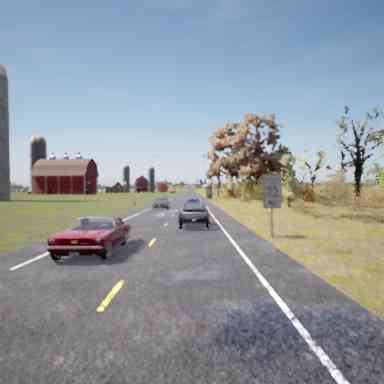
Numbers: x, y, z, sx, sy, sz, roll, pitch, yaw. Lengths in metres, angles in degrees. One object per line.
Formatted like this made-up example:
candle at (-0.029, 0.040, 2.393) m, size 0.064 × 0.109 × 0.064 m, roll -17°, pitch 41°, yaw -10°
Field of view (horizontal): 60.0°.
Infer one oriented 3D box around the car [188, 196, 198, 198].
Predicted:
car at (0.084, 1.256, 46.822) m, size 1.812 × 1.442 × 4.674 m, roll 0°, pitch 1°, yaw 1°

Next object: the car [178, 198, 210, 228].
car at (0.126, 1.374, 21.266) m, size 2.128 × 1.511 × 4.902 m, roll 0°, pitch 0°, yaw 0°

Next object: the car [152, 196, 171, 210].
car at (-3.528, 1.313, 39.082) m, size 1.837 × 1.490 × 4.892 m, roll -1°, pitch 0°, yaw 0°

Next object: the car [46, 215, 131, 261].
car at (-3.588, 1.567, 12.359) m, size 1.895 × 1.301 × 4.718 m, roll 0°, pitch 0°, yaw 0°
